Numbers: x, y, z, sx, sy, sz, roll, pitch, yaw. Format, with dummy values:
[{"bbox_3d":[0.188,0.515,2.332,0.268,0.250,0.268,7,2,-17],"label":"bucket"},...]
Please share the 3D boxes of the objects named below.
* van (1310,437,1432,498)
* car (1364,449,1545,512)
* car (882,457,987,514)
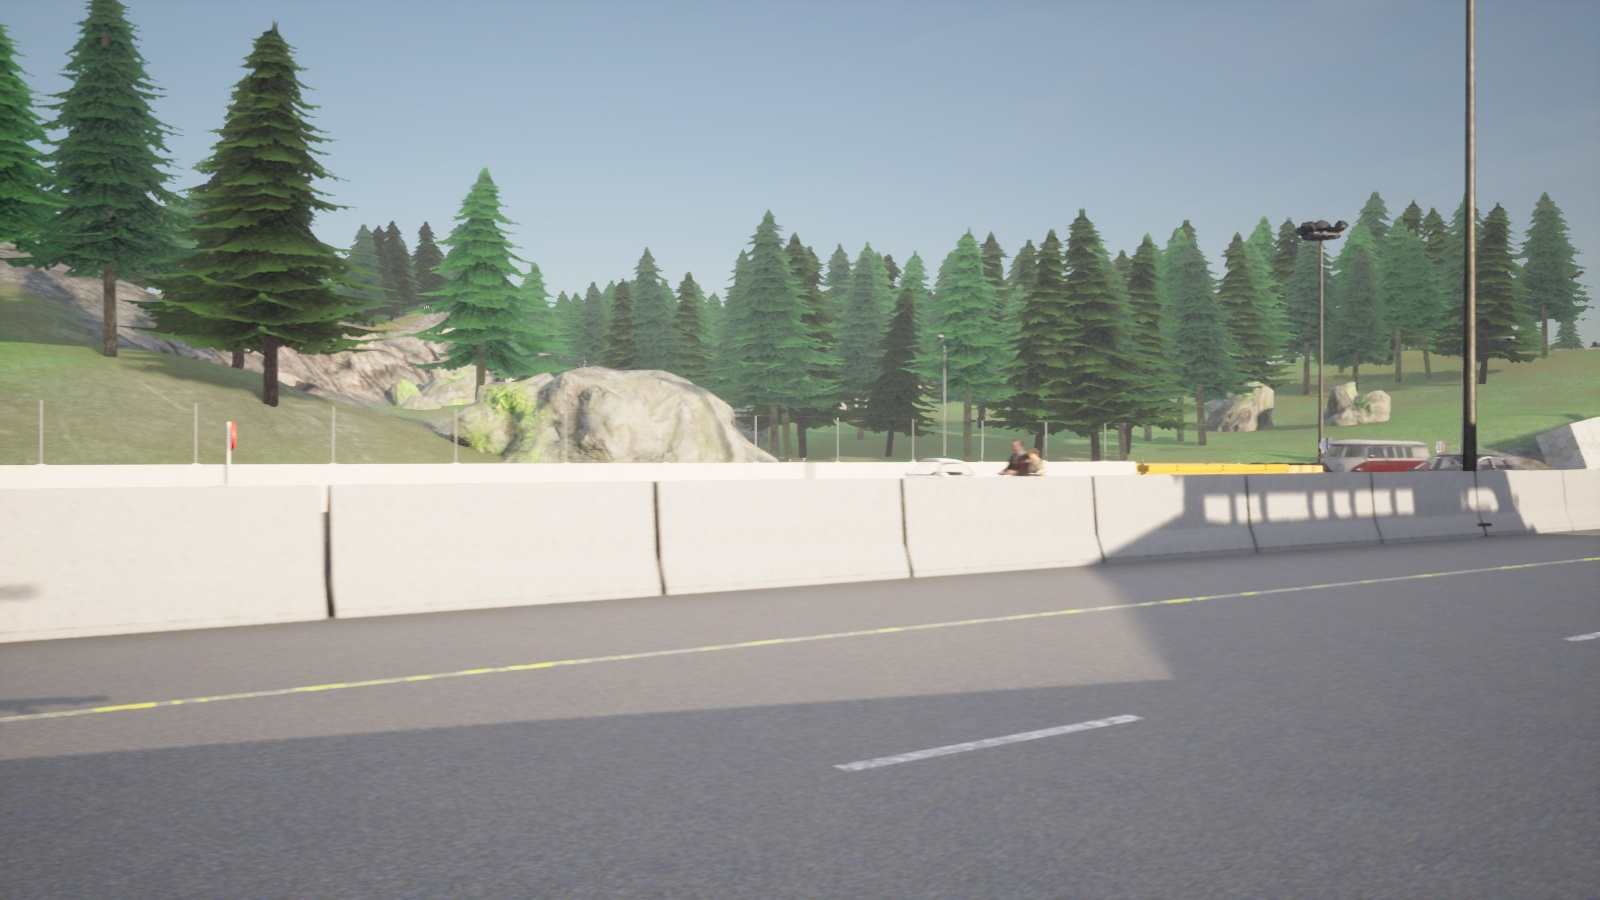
[{"bbox_3d":[19.501,0.561,42.819,4.442,1.987,1.775,0,0,-35],"label":"van"},{"bbox_3d":[16.998,0.745,32.547,4.902,1.511,2.128,0,0,-35],"label":"car"},{"bbox_3d":[3.390,0.870,31.604,2.207,1.376,1.481,0,0,-35],"label":"car"}]
